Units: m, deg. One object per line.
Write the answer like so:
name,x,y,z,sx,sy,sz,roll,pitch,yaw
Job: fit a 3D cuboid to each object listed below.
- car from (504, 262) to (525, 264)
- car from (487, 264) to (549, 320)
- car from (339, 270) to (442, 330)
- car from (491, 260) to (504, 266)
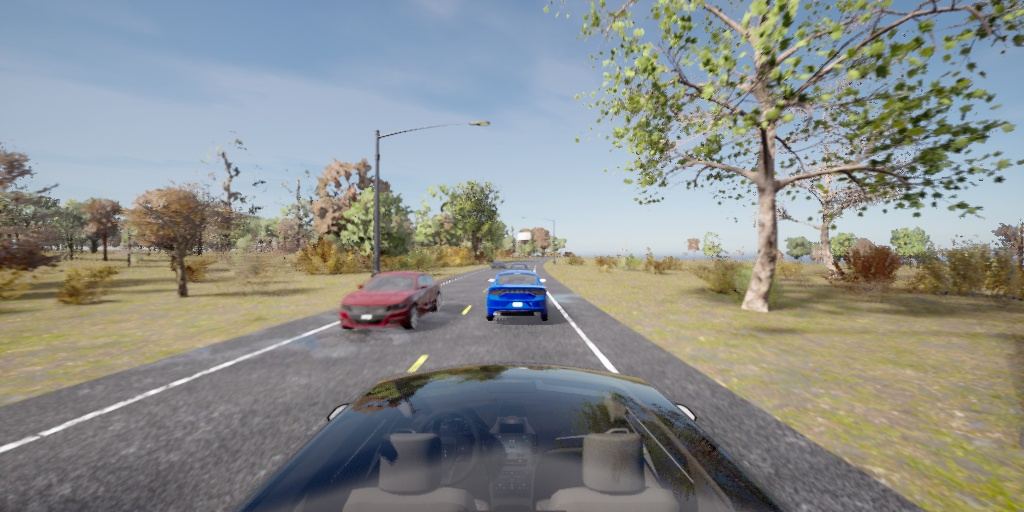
car,0.622,1.321,30.871,1.994,1.385,4.181,0,0,2
car,0.189,1.230,12.683,1.882,1.535,5.008,0,0,1
car,-3.528,1.223,11.269,1.882,1.535,5.008,0,0,1
car,-1.954,1.321,53.192,1.994,1.385,4.181,0,0,4
